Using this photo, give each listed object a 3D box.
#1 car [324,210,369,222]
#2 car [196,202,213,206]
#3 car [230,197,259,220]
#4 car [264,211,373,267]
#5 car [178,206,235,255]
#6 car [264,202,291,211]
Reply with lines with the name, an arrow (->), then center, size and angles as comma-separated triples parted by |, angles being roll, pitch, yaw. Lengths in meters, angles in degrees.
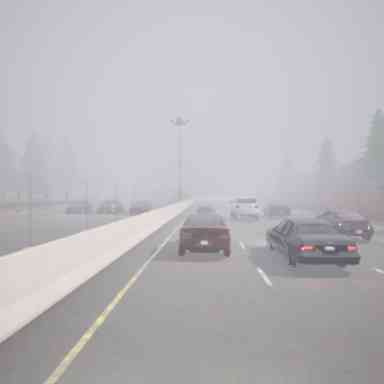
car -> 7.674, 1.647, 17.381 | 1.812, 1.442, 4.674 | 0, 0, 2
car -> 1.321, 1.738, 32.710 | 1.812, 1.442, 4.674 | 0, 0, 2
car -> 4.738, 1.424, 30.459 | 2.150, 2.045, 5.566 | 0, 0, 3
car -> 3.937, 1.629, 11.739 | 2.033, 1.411, 5.357 | 0, 0, 2
car -> 0.520, 1.567, 13.697 | 1.882, 1.535, 5.008 | 0, 0, 2
car -> 8.348, 1.700, 32.943 | 1.882, 1.535, 5.008 | 0, 0, 3
